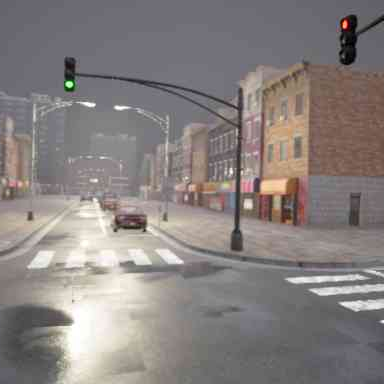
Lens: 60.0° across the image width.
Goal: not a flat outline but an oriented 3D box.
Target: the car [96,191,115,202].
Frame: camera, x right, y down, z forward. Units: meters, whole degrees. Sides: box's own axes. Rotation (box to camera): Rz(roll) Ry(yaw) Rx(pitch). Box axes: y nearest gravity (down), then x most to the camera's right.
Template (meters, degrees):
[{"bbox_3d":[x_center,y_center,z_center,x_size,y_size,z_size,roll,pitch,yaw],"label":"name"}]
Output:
[{"bbox_3d":[-9.879,0.996,39.488,2.192,1.841,5.009,2,0,-17],"label":"car"}]

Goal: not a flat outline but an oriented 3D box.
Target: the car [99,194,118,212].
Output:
[{"bbox_3d":[-8.315,1.271,34.283,1.887,1.381,4.507,2,0,-17],"label":"car"}]

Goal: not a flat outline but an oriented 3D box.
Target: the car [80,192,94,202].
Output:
[{"bbox_3d":[-17.745,0.812,56.375,2.097,1.767,4.553,2,0,-17],"label":"car"}]

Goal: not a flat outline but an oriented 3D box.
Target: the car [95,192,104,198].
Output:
[{"bbox_3d":[-24.040,0.770,86.332,1.967,1.590,4.097,2,0,-17],"label":"car"}]

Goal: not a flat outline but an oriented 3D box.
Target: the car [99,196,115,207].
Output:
[{"bbox_3d":[-11.462,1.219,44.693,1.802,1.307,4.206,2,0,-17],"label":"car"}]

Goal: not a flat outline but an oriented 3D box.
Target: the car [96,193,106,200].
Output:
[{"bbox_3d":[-19.326,1.001,70.717,1.947,1.339,4.313,2,0,-17],"label":"car"}]

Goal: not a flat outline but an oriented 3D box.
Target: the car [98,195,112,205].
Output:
[{"bbox_3d":[-13.035,1.176,49.897,1.802,1.307,4.206,2,0,-17],"label":"car"}]

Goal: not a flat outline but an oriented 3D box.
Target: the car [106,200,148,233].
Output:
[{"bbox_3d":[-3.597,1.417,18.669,1.887,1.381,4.507,2,0,-17],"label":"car"}]

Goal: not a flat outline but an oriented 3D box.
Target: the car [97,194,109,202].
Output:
[{"bbox_3d":[-16.179,1.063,60.307,2.008,1.369,4.403,2,0,-17],"label":"car"}]

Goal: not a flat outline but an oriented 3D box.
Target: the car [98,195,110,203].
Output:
[{"bbox_3d":[-14.608,1.134,55.102,1.802,1.307,4.206,2,0,-17],"label":"car"}]

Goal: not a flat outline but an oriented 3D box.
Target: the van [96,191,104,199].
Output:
[{"bbox_3d":[-22.464,0.705,81.128,1.690,1.788,3.998,2,0,-17],"label":"van"}]
